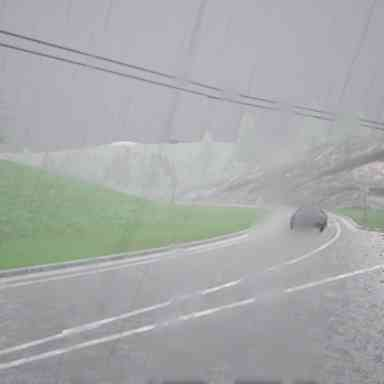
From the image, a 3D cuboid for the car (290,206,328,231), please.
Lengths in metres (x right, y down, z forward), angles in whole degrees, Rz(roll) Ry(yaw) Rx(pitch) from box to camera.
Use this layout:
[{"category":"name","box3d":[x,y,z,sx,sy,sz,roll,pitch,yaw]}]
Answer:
[{"category":"car","box3d":[7.424,1.573,20.985,1.994,1.385,4.181,0,0,24]}]
